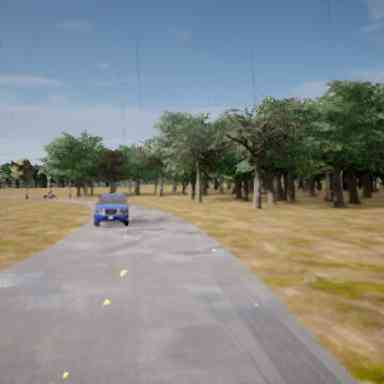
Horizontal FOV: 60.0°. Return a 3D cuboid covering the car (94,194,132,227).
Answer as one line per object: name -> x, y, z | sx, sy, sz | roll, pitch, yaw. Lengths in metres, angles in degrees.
car -> -5.343, 1.160, 22.622 | 2.150, 2.045, 5.566 | 0, 0, -10
